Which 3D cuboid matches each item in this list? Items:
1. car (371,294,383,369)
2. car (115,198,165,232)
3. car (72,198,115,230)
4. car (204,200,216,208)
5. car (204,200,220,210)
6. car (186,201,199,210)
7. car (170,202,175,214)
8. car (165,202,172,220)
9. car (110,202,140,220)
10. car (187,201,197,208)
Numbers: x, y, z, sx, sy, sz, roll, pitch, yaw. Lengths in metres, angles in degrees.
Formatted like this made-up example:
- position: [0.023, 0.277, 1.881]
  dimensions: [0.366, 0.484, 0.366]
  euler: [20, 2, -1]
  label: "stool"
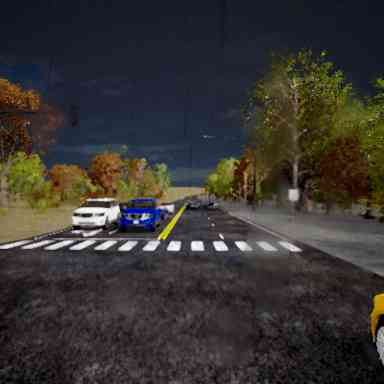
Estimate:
- position: [3.356, 1.510, 2.519]
  dimensions: [1.882, 1.535, 5.008]
  euler: [0, -1, 0]
  label: "car"
- position: [-3.328, 1.465, 22.485]
  dimensions: [2.150, 2.045, 5.566]
  euler: [0, -1, 0]
  label: "car"
- position: [-6.577, 1.463, 23.478]
  dimensions: [2.150, 2.045, 5.566]
  euler: [0, -1, 0]
  label: "car"
- position: [3.297, 2.285, 63.092]
  dimensions: [2.033, 1.411, 5.357]
  euler: [0, -1, 0]
  label: "car"
- position: [3.325, 2.092, 52.943]
  dimensions: [2.128, 1.511, 4.902]
  euler: [1, -2, 0]
  label: "car"
- position: [0.087, 2.185, 53.614]
  dimensions: [1.994, 1.385, 4.181]
  euler: [0, -1, 0]
  label: "car"
- position: [-3.277, 2.002, 42.479]
  dimensions: [1.812, 1.442, 4.674]
  euler: [0, -1, 0]
  label: "car"
- position: [-3.318, 1.957, 32.244]
  dimensions: [1.895, 1.301, 4.718]
  euler: [0, -1, 0]
  label: "car"
- position: [-6.568, 1.830, 33.164]
  dimensions: [1.882, 1.535, 5.008]
  euler: [0, -1, 0]
  label: "car"
- position: [0.052, 2.337, 63.436]
  dimensions: [1.895, 1.301, 4.718]
  euler: [0, -1, 0]
  label: "car"
